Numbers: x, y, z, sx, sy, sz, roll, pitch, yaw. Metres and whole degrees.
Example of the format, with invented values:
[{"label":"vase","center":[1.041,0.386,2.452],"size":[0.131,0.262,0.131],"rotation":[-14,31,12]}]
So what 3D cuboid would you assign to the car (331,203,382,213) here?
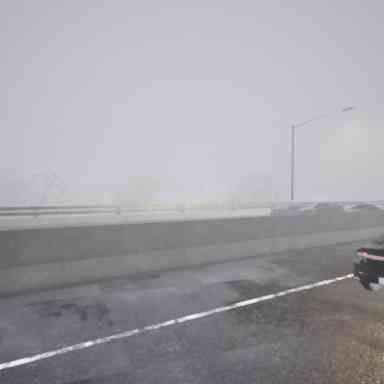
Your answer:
[{"label":"car","center":[13.322,1.664,26.132],"size":[4.674,1.442,1.812],"rotation":[0,0,-35]}]

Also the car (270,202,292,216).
[{"label":"car","center":[9.518,1.703,32.009],"size":[4.181,1.385,1.994],"rotation":[0,0,-35]}]

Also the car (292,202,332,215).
[{"label":"car","center":[11.376,1.616,29.041],"size":[5.008,1.535,1.882],"rotation":[0,0,-35]}]

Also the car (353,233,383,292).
[{"label":"car","center":[5.731,1.535,7.793],"size":[4.902,1.511,2.128],"rotation":[0,0,-35]}]
